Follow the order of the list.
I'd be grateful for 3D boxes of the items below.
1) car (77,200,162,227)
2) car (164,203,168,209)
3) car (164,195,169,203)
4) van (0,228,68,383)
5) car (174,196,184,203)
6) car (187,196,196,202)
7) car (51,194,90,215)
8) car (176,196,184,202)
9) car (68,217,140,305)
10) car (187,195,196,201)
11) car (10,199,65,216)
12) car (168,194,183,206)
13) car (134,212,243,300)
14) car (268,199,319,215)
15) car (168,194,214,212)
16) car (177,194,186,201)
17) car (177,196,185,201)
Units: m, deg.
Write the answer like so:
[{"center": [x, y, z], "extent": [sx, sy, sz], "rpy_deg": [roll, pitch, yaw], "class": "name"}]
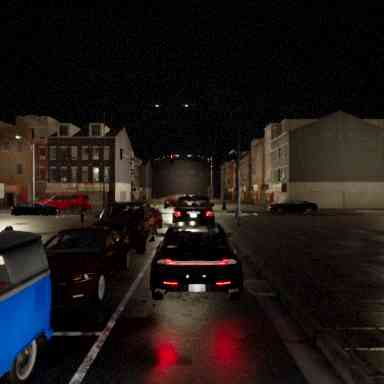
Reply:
[{"center": [-2.658, 1.312, 13.576], "extent": [2.192, 1.841, 5.009], "rpy_deg": [0, 0, 0], "class": "car"}, {"center": [-2.661, 1.542, 19.009], "extent": [1.887, 1.381, 4.507], "rpy_deg": [0, 0, 0], "class": "car"}, {"center": [-2.689, 1.324, 45.419], "extent": [2.192, 1.841, 5.009], "rpy_deg": [0, 0, 0], "class": "car"}, {"center": [-2.646, 1.340, 2.708], "extent": [1.690, 1.788, 3.998], "rpy_deg": [0, 0, 0], "class": "van"}, {"center": [-2.714, 1.591, 72.553], "extent": [2.008, 1.369, 4.403], "rpy_deg": [0, 0, 0], "class": "car"}, {"center": [-0.074, 1.633, 76.166], "extent": [1.895, 1.301, 4.718], "rpy_deg": [0, 0, 0], "class": "car"}, {"center": [-13.069, 1.203, 33.812], "extent": [5.566, 2.045, 2.150], "rpy_deg": [0, 0, 0], "class": "car"}, {"center": [-2.719, 1.573, 77.811], "extent": [1.752, 1.417, 4.829], "rpy_deg": [0, 0, 0], "class": "car"}, {"center": [-2.651, 1.542, 8.142], "extent": [1.887, 1.381, 4.507], "rpy_deg": [0, 0, 0], "class": "car"}, {"center": [-0.083, 1.419, 86.138], "extent": [2.128, 1.511, 4.902], "rpy_deg": [0, 0, 0], "class": "car"}, {"center": [-14.483, 1.565, 30.866], "extent": [4.181, 1.385, 1.994], "rpy_deg": [0, 0, 0], "class": "car"}, {"center": [-2.700, 1.333, 56.273], "extent": [2.192, 1.841, 5.009], "rpy_deg": [0, 0, 0], "class": "car"}, {"center": [0.090, 1.489, 8.337], "extent": [2.128, 1.511, 4.902], "rpy_deg": [0, 0, 0], "class": "car"}, {"center": [10.295, 1.498, 33.848], "extent": [4.902, 1.511, 2.128], "rpy_deg": [0, 1, 2], "class": "car"}, {"center": [0.082, 1.219, 18.530], "extent": [2.150, 2.045, 5.566], "rpy_deg": [0, 0, 0], "class": "car"}, {"center": [-2.732, 1.382, 88.834], "extent": [2.192, 1.841, 5.009], "rpy_deg": [0, 0, 0], "class": "car"}, {"center": [-2.725, 1.623, 83.407], "extent": [1.947, 1.339, 4.313], "rpy_deg": [0, 0, 0], "class": "car"}]
